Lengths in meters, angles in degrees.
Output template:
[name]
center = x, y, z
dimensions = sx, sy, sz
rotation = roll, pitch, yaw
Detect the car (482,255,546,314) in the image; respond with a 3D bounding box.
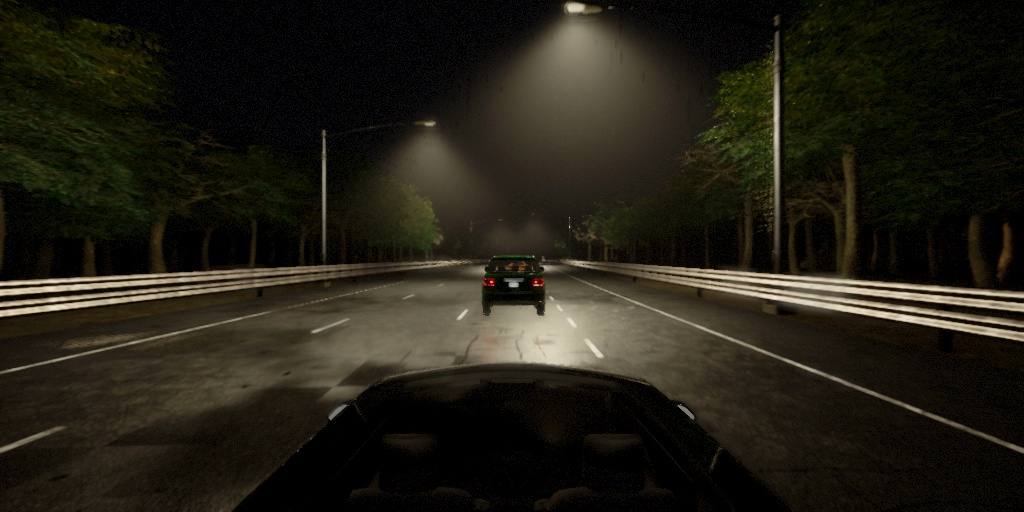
[car]
center = 0.091, 1.000, 13.884
dimensions = 2.150, 2.045, 5.566
rotation = 0, 0, 1
